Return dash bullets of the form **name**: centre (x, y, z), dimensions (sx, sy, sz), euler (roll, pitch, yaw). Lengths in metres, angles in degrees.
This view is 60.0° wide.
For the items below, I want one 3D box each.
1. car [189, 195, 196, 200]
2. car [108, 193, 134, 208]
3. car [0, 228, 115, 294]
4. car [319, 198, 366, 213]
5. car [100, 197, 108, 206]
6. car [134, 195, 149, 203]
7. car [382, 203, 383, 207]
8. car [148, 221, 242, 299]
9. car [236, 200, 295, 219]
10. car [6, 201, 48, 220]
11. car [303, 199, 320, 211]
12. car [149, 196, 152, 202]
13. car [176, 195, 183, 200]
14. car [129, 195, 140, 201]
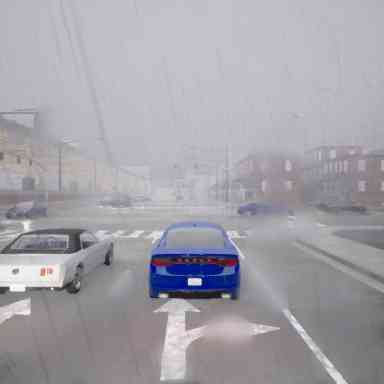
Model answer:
- **car**: centre (0.102, 1.540, 93.311), dimensions (2.033, 1.411, 5.357), euler (0, 0, 0)
- **car**: centre (-10.413, 1.221, 49.286), dimensions (2.150, 2.045, 5.566), euler (0, 0, -2)
- **car**: centre (-3.420, 1.601, 8.775), dimensions (1.895, 1.301, 4.718), euler (0, 0, 0)
- **car**: centre (16.500, 1.564, 35.983), dimensions (4.181, 1.385, 1.994), euler (0, 0, 0)
- **car**: centre (-14.023, 1.526, 56.060), dimensions (1.812, 1.442, 4.674), euler (0, 0, 0)
- **car**: centre (-10.444, 1.525, 66.707), dimensions (1.812, 1.442, 4.674), euler (0, 0, 0)
- **car**: centre (25.746, 1.221, 39.474), dimensions (5.566, 2.045, 2.150), euler (0, 0, 0)
- **car**: centre (0.075, 1.478, 8.508), dimensions (1.882, 1.535, 5.008), euler (0, 0, 1)
- **car**: centre (6.418, 1.477, 29.227), dimensions (5.008, 1.535, 1.882), euler (0, 1, 9)
- **car**: centre (-14.069, 1.526, 28.687), dimensions (1.812, 1.442, 4.674), euler (0, 0, 0)
- **car**: centre (15.755, 1.491, 39.486), dimensions (4.902, 1.511, 2.128), euler (0, 0, 0)
- **car**: centre (-10.415, 1.552, 76.996), dimensions (1.994, 1.385, 4.181), euler (0, 0, 0)
- **car**: centre (-3.398, 1.500, 93.267), dimensions (1.837, 1.490, 4.892), euler (0, 0, 0)
- **car**: centre (-13.911, 1.496, 81.116), dimensions (1.837, 1.490, 4.892), euler (0, 0, 0)
